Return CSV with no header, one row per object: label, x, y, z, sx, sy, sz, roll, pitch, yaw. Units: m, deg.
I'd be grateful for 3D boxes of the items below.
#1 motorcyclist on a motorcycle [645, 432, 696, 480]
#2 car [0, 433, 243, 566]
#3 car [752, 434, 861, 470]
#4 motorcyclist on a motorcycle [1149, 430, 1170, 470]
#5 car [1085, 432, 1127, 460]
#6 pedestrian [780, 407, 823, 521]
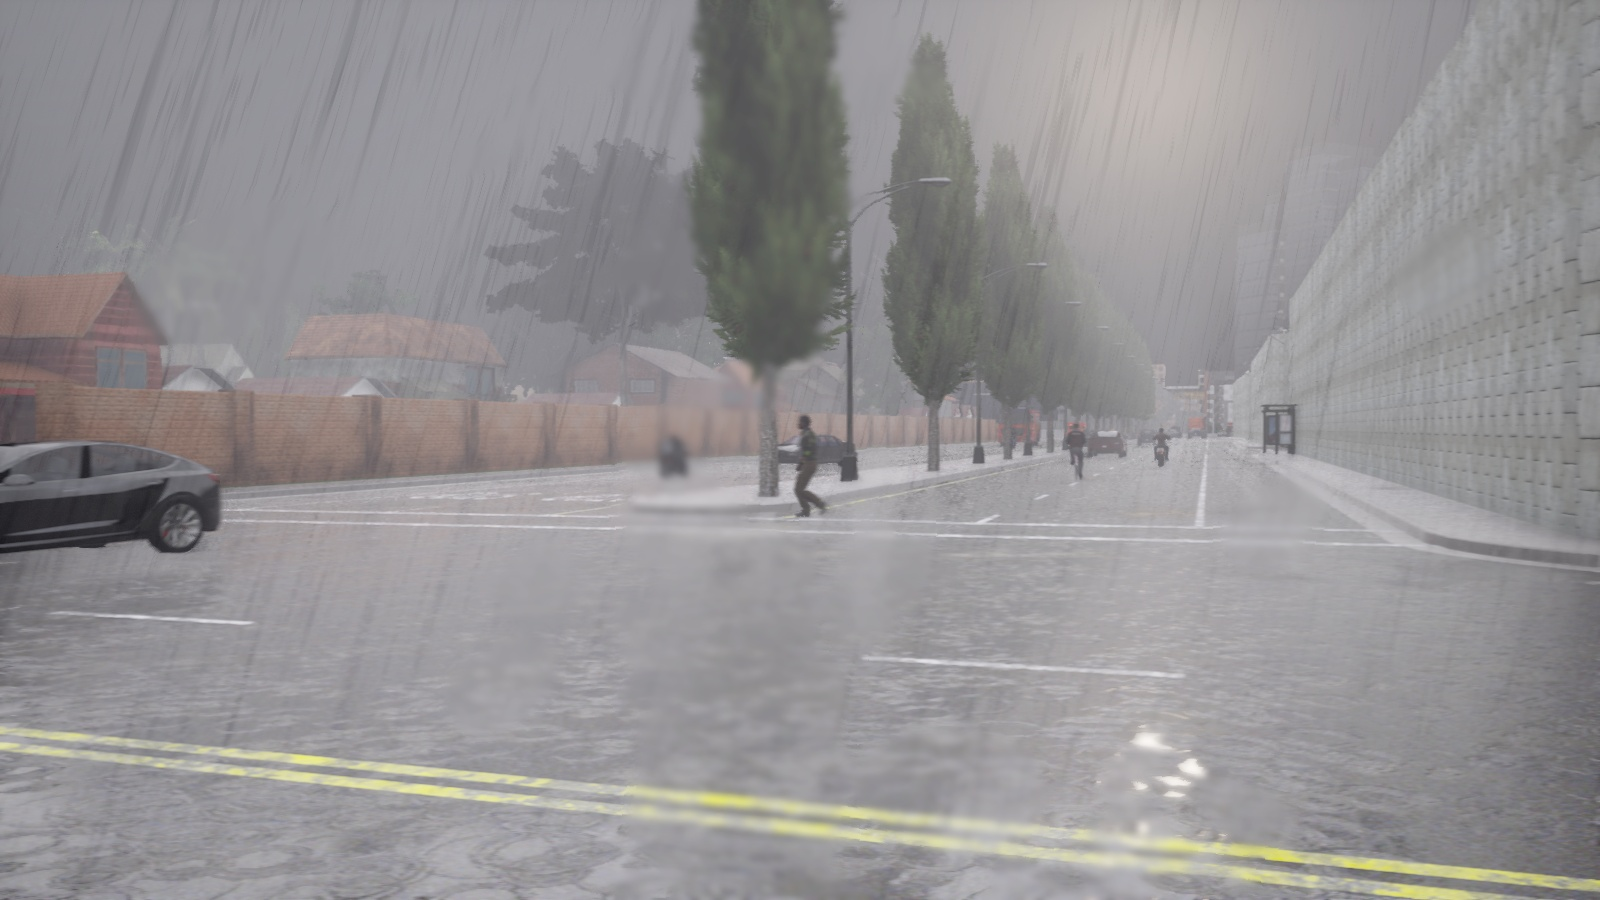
motorcyclist on a motorcycle,-4.284,0.178,41.694,0.866,1.530,2.191,1,1,18
car,-9.599,0.544,15.359,2.163,1.488,4.792,1,1,27
car,0.341,0.032,52.689,2.033,1.411,5.357,1,1,33
motorcyclist on a motorcycle,15.107,-0.011,52.725,0.766,1.649,2.350,1,1,18
car,17.211,-0.260,70.472,1.882,1.535,5.008,1,1,18
pedestrian,0.034,0.227,21.505,0.692,1.930,0.395,0,1,7
